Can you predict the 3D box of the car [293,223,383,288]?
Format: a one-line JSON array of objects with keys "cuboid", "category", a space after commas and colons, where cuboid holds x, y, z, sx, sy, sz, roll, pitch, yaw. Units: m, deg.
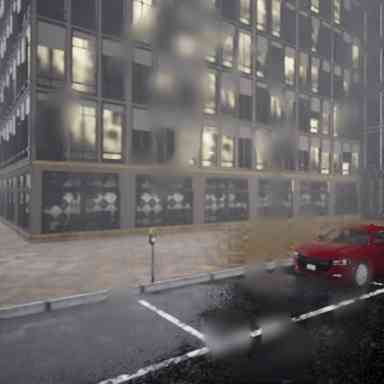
[{"cuboid": [4.768, 1.614, 9.467, 4.507, 1.381, 1.887, 1, 0, -35], "category": "car"}]
